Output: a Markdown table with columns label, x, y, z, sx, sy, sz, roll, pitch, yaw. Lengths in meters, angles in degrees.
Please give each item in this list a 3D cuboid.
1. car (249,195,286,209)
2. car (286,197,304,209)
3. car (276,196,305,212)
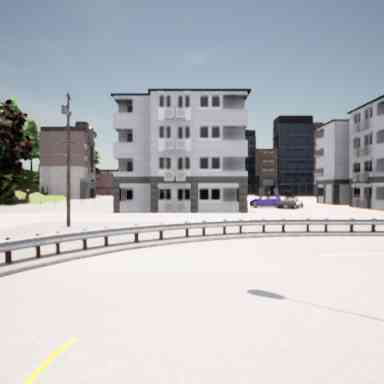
| label | x | y | z | sx | sy | sz | roll | pitch | yaw |
| --- | --- | --- | --- | --- | --- | --- | --- | --- | --- |
| car | 8.307 | 1.051 | 37.479 | 3.633 | 1.501 | 1.845 | 0 | 1 | 11 |
| car | 11.079 | 1.141 | 37.094 | 1.853 | 1.218 | 4.536 | 0 | 1 | 30 |
| car | 11.104 | 1.298 | 37.141 | 2.038 | 1.542 | 4.974 | 0 | 1 | 30 |
